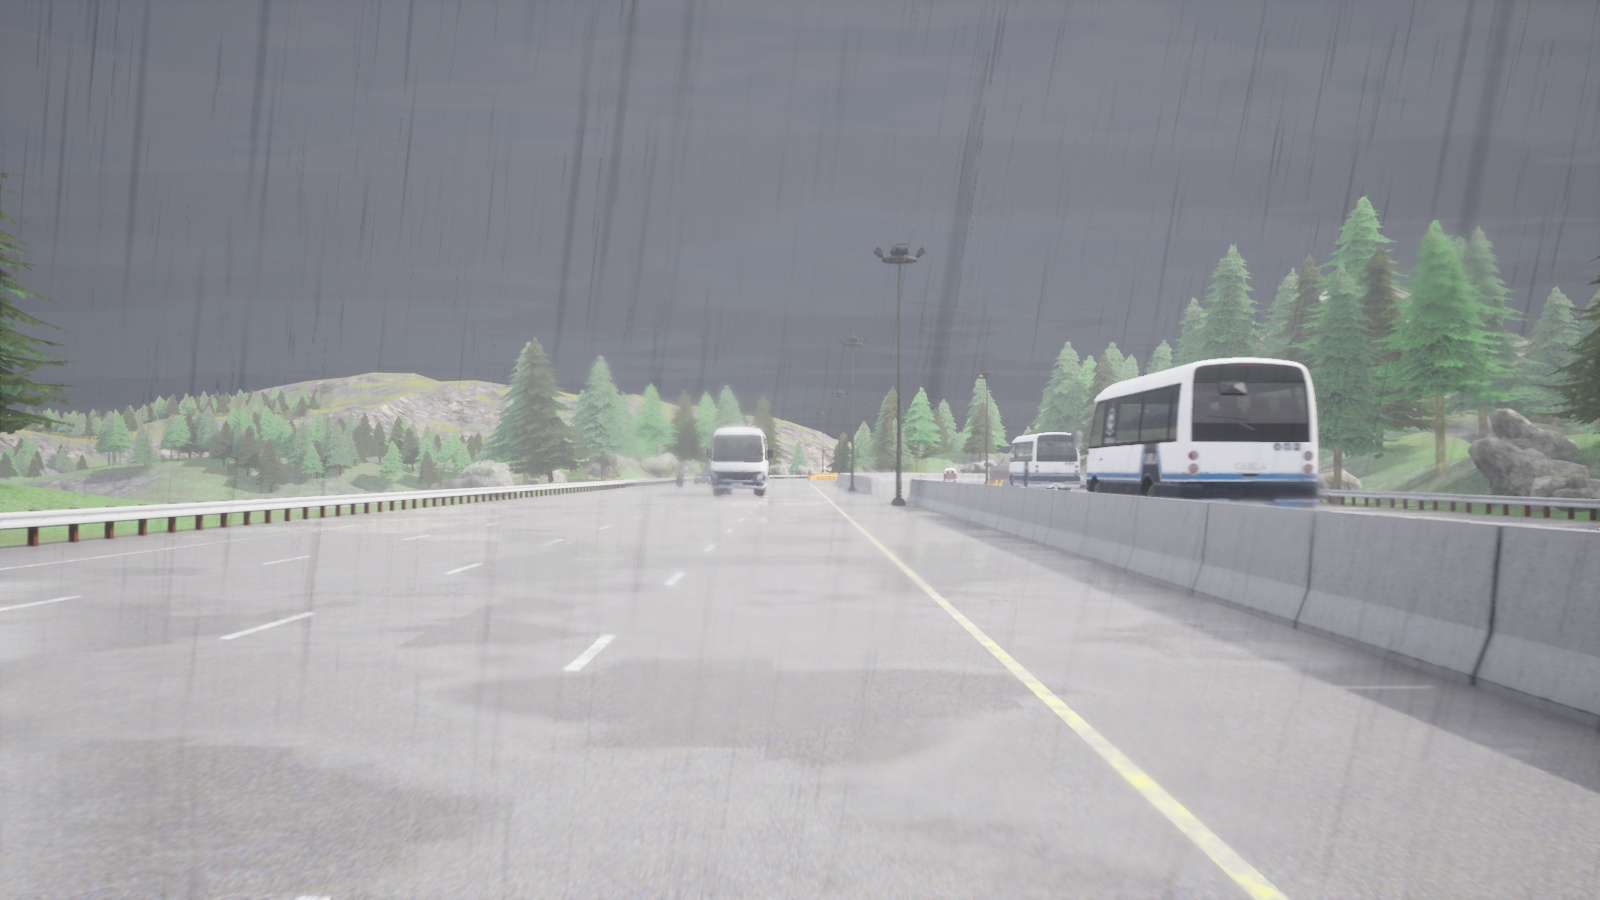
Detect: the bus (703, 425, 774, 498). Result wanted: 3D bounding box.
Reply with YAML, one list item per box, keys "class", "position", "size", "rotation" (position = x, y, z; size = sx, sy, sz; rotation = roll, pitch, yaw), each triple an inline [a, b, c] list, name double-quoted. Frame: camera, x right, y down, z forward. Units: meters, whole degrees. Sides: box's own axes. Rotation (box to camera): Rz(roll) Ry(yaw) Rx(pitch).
- class: "bus"
  position: [-3.690, 0.770, 78.668]
  size: [3.944, 4.253, 10.273]
  rotation: [0, -1, 0]

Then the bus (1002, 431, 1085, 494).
- class: "bus"
  position: [17.284, 0.876, 90.039]
  size: [3.944, 4.253, 10.273]
  rotation: [0, -1, 0]

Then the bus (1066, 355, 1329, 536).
- class: "bus"
  position: [10.414, -0.024, 34.619]
  size: [3.944, 4.253, 10.273]
  rotation: [0, -1, 0]
